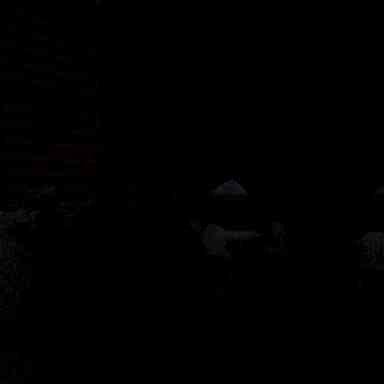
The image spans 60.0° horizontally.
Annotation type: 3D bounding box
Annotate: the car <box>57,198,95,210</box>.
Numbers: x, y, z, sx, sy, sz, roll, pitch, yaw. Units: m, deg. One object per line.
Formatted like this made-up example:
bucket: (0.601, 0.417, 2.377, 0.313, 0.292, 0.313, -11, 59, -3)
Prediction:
car: (-15.866, 1.633, 45.485, 5.008, 1.535, 1.882, 0, 0, -44)
